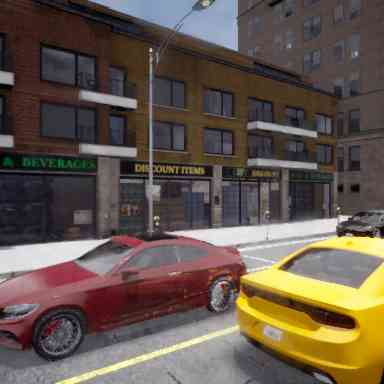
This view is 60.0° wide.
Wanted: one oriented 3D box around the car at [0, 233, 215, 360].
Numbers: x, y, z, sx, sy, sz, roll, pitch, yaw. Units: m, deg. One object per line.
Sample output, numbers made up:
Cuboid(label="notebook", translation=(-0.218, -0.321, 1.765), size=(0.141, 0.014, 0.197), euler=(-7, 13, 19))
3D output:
Cuboid(label="car", translation=(-1.005, 1.526, 6.062), size=(4.674, 1.442, 1.812), euler=(0, 0, -35))

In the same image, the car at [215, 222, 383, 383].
Cuboid(label="car", translation=(2.938, 1.478, 5.252), size=(5.008, 1.535, 1.882), euler=(0, 0, -35))

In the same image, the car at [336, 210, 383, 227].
Cuboid(label="car", translation=(8.836, 1.567, 16.200), size=(4.313, 1.339, 1.947), euler=(0, 0, -35))
